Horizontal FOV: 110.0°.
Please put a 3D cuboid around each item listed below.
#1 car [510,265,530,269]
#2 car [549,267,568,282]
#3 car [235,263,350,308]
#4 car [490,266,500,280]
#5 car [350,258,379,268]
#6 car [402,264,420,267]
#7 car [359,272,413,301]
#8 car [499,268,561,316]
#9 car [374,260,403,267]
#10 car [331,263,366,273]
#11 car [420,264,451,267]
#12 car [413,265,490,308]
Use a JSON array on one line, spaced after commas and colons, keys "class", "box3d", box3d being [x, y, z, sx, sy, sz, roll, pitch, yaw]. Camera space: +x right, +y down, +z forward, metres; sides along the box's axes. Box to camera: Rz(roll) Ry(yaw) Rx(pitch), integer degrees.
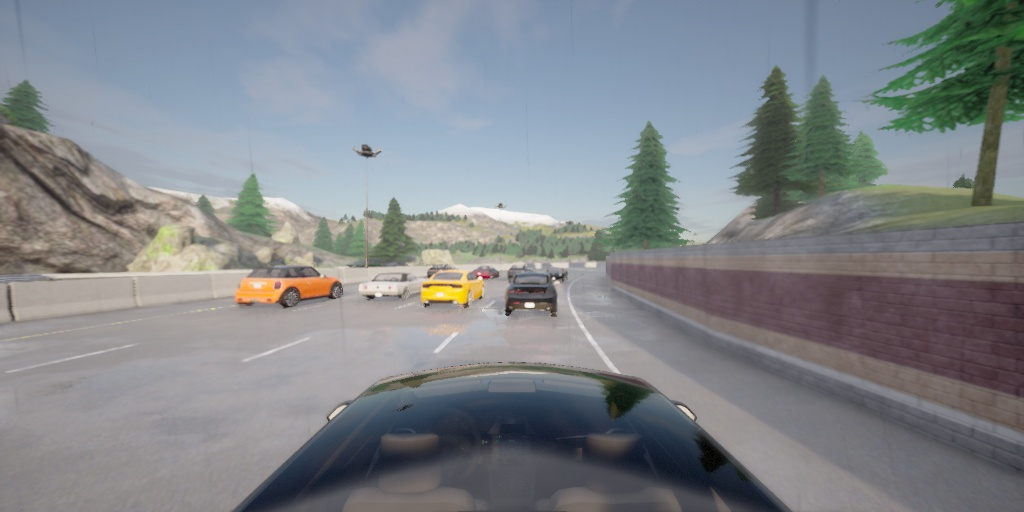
[{"class": "car", "box3d": [0.881, 1.559, 34.446, 2.128, 1.511, 4.902, 0, -1, 14]}, {"class": "car", "box3d": [4.104, 1.669, 33.038, 1.895, 1.301, 4.718, 0, -1, 14]}, {"class": "car", "box3d": [-9.529, 1.195, 15.835, 2.097, 1.767, 4.553, 0, -1, 6]}, {"class": "car", "box3d": [-2.537, 1.623, 35.157, 1.994, 1.385, 4.181, 0, -1, 14]}, {"class": "car", "box3d": [-20.436, 1.340, 49.611, 2.150, 2.045, 5.566, 0, -1, 18]}, {"class": "car", "box3d": [-12.819, 1.760, 50.350, 1.895, 1.301, 4.718, 0, -1, 19]}, {"class": "car", "box3d": [-5.755, 1.485, 18.381, 1.895, 1.301, 4.718, 0, -1, 7]}, {"class": "car", "box3d": [0.815, 1.377, 14.069, 1.837, 1.490, 4.892, 0, -1, 6]}, {"class": "car", "box3d": [-16.554, 1.647, 50.146, 1.837, 1.490, 4.892, 0, -1, 19]}, {"class": "car", "box3d": [-23.466, 1.725, 51.633, 1.895, 1.301, 4.718, 0, -1, 19]}, {"class": "car", "box3d": [-6.375, 1.524, 34.206, 2.128, 1.511, 4.902, 0, -1, 13]}, {"class": "car", "box3d": [-2.484, 1.355, 16.138, 1.882, 1.535, 5.008, 0, -1, 6]}]
